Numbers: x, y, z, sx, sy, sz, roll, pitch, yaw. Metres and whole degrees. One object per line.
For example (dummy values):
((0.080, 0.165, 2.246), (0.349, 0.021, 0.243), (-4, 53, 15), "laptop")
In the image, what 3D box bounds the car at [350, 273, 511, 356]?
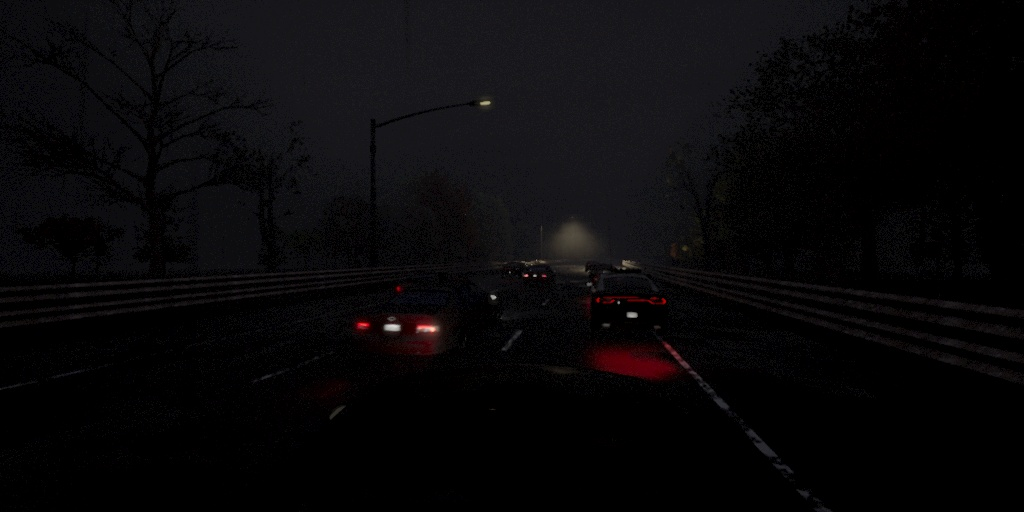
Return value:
((-1.617, 1.319, 8.791), (2.033, 1.411, 5.357), (0, 0, 11), "car")

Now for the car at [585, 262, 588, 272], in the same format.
((10.973, 1.360, 48.487), (1.882, 1.535, 5.008), (0, 0, 15), "car")

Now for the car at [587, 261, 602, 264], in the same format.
((6.666, 1.316, 26.340), (1.837, 1.490, 4.892), (0, 0, 13), "car")

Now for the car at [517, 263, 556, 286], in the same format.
((2.078, 1.365, 26.151), (2.033, 1.411, 5.357), (0, 0, 13), "car")

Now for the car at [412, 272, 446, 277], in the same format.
((-3.540, 1.398, 16.797), (1.895, 1.301, 4.718), (0, 0, 12), "car")

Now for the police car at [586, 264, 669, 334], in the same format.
((3.359, 1.194, 11.003), (1.930, 1.638, 5.238), (0, 0, 12), "police car")

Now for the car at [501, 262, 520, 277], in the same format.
((0.383, 1.324, 34.375), (1.882, 1.535, 5.008), (0, 0, 13), "car")
